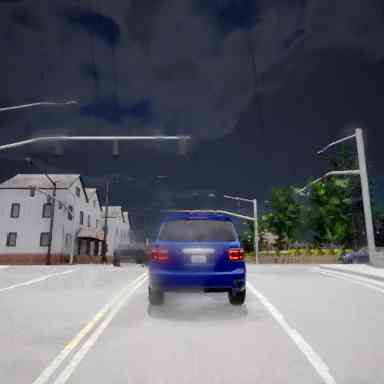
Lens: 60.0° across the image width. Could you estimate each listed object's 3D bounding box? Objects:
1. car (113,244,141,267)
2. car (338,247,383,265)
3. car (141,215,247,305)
[{"bbox_3d":[-3.534,3.647,19.266,1.895,1.301,4.718,3,-12,-13],"label":"car"},{"bbox_3d":[15.425,5.659,29.607,4.553,1.767,2.097,0,-12,1],"label":"car"},{"bbox_3d":[0.078,1.761,9.304,2.150,2.045,5.566,0,-7,-1],"label":"car"}]
